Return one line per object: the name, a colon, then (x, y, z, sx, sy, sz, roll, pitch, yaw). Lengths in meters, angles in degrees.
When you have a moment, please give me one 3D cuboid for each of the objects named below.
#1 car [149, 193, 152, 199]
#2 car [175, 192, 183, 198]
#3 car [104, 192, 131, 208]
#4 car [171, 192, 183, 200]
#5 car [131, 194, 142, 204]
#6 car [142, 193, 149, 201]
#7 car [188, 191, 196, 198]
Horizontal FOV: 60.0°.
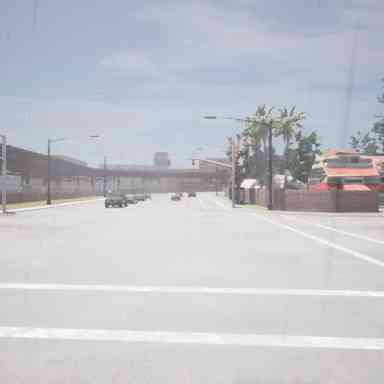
car: (-10.426, 0.897, 76.589, 1.812, 1.442, 4.674, 0, 1, 0)
car: (-3.416, 0.709, 87.213, 1.994, 1.385, 4.181, 0, 1, 0)
car: (-10.510, 1.082, 46.417, 2.150, 2.045, 5.566, 0, 1, 1)
car: (-3.427, 1.053, 72.515, 1.895, 1.301, 4.718, 0, 1, 0)
car: (-10.446, 1.286, 56.539, 2.033, 1.411, 5.357, 0, 1, 0)
car: (-10.436, 1.142, 66.257, 1.994, 1.385, 4.181, 0, 1, 0)
car: (0.083, 0.519, 86.851, 2.097, 1.767, 4.553, 0, 1, 0)
